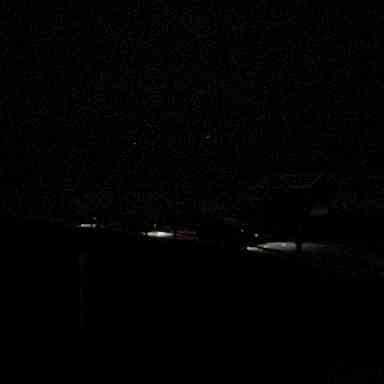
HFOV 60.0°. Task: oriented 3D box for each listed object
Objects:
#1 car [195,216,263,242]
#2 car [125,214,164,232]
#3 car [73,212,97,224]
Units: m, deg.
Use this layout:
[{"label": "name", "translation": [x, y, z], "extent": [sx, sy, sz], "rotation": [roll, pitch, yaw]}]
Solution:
[{"label": "car", "translation": [2.062, 2.156, 19.778], "extent": [1.812, 1.442, 4.674], "rotation": [1, -3, -37]}, {"label": "car", "translation": [-4.094, 2.612, 28.310], "extent": [1.994, 1.385, 4.181], "rotation": [0, -3, -35]}, {"label": "car", "translation": [-13.404, 3.214, 41.360], "extent": [1.837, 1.490, 4.892], "rotation": [0, -3, -35]}]
